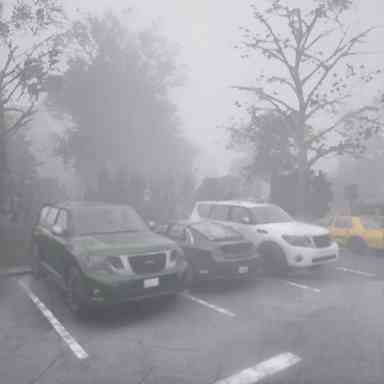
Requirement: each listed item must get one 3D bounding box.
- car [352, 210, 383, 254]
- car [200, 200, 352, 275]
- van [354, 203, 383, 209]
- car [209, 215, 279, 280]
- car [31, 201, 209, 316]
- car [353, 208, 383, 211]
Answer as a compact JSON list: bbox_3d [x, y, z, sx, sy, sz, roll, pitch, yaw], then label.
[{"bbox_3d":[6.522,1.710,14.928,1.946,1.575,5.366,1,-1,-36],"label":"car"},{"bbox_3d":[2.038,1.345,11.384,2.435,2.045,5.566,1,-1,-36],"label":"car"},{"bbox_3d":[11.107,1.624,17.906,1.878,1.987,4.442,2,-1,-36],"label":"van"},{"bbox_3d":[-0.225,1.556,9.741,2.231,1.521,4.892,1,-1,-36],"label":"car"},{"bbox_3d":[-2.356,1.268,8.140,2.435,2.045,5.566,1,-1,-36],"label":"car"},{"bbox_3d":[8.670,1.774,16.497,1.946,1.575,5.366,2,-1,-36],"label":"car"}]
